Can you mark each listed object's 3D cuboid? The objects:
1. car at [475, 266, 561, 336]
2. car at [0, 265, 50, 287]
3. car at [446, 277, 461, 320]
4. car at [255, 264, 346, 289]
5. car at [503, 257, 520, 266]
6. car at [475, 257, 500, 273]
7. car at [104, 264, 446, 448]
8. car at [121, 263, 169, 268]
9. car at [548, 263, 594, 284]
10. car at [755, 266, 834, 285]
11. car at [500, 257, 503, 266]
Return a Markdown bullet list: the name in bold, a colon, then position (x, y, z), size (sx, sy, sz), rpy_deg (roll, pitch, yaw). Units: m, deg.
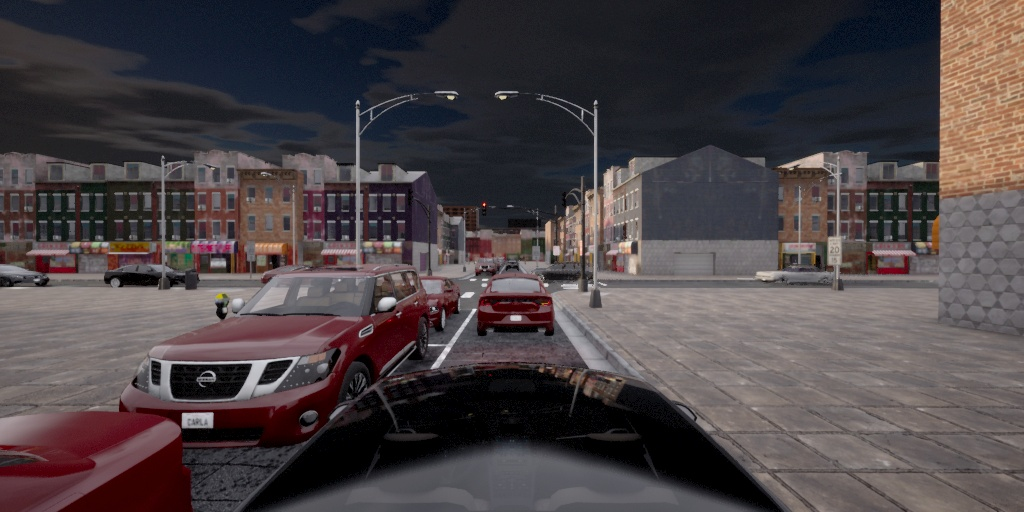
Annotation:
- **car**: position (0.091, 1.227, 10.427), size (1.882, 1.535, 5.008), rpy_deg (0, 0, 0)
- **car**: position (-32.607, 1.266, 22.845), size (4.674, 1.442, 1.812), rpy_deg (0, 0, 0)
- **car**: position (-2.644, 1.294, 10.963), size (1.888, 1.381, 4.507), rpy_deg (0, 0, 0)
- **car**: position (-13.352, 1.278, 22.860), size (4.674, 1.442, 1.812), rpy_deg (0, 0, -1)
- **car**: position (0.059, 1.277, 52.923), size (1.837, 1.490, 4.892), rpy_deg (0, 0, 0)
- **car**: position (-2.659, 1.073, 37.372), size (2.192, 1.841, 5.009), rpy_deg (0, 0, 0)
- **car**: position (-2.641, 1.064, 5.529), size (2.192, 1.841, 5.009), rpy_deg (0, 0, 0)
- **car**: position (-22.810, 1.221, 22.834), size (5.008, 1.535, 1.882), rpy_deg (0, 0, 0)
- **car**: position (3.776, 1.250, 26.890), size (4.892, 1.490, 1.837), rpy_deg (0, 1, 16)
- **car**: position (20.300, 1.372, 25.733), size (4.718, 1.301, 1.895), rpy_deg (0, 0, 0)
- **car**: position (-2.666, 1.081, 48.226), size (2.192, 1.841, 5.009), rpy_deg (0, 0, 0)
